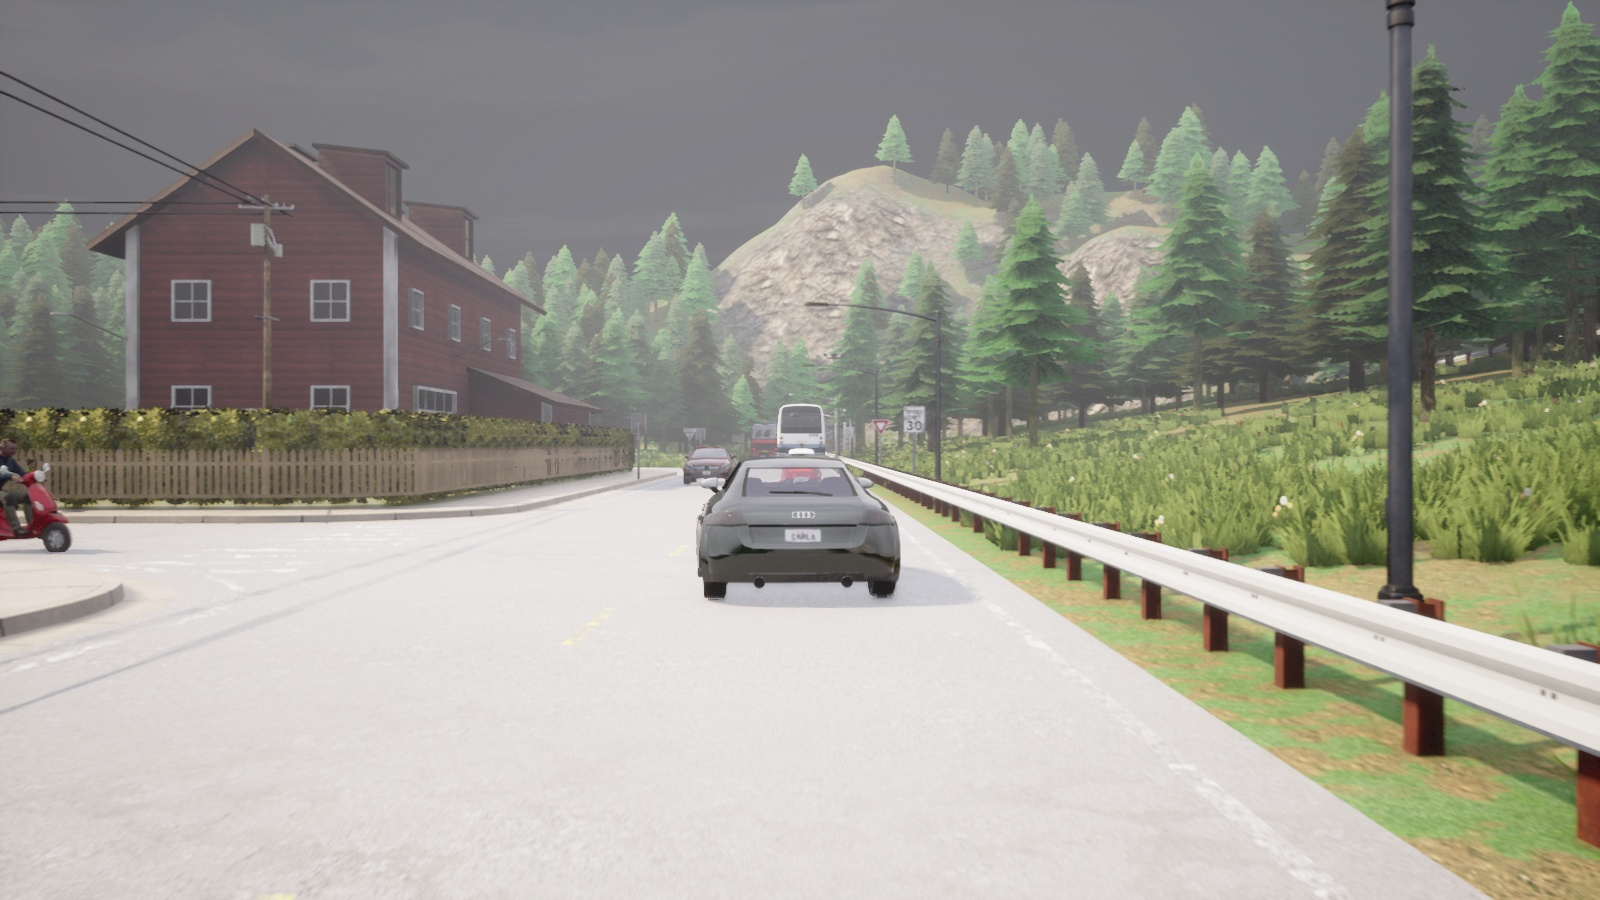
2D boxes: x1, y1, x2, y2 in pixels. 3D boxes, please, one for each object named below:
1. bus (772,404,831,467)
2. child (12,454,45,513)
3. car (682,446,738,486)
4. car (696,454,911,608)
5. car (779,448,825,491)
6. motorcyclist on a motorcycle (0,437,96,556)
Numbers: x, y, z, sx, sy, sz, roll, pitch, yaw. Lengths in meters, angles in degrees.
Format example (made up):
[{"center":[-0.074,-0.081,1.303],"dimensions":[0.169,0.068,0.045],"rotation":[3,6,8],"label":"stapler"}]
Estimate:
[{"center":[0.118,-0.992,89.882],"dimensions":[3.944,4.253,10.273],"rotation":[0,0,0],"label":"bus"},{"center":[-15.369,0.669,25.006],"dimensions":[0.473,1.160,0.299],"rotation":[0,0,-4],"label":"child"},{"center":[-3.430,0.575,48.398],"dimensions":[1.812,1.442,4.674],"rotation":[0,0,0],"label":"car"},{"center":[-0.126,0.755,13.693],"dimensions":[1.994,1.385,4.181],"rotation":[0,0,-4],"label":"car"},{"center":[0.062,0.634,41.656],"dimensions":[1.481,1.376,2.207],"rotation":[0,1,0],"label":"car"},{"center":[-10.898,0.622,17.398],"dimensions":[1.817,1.590,0.866],"rotation":[0,1,6],"label":"motorcyclist on a motorcycle"}]
